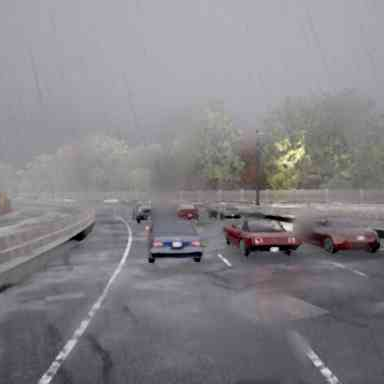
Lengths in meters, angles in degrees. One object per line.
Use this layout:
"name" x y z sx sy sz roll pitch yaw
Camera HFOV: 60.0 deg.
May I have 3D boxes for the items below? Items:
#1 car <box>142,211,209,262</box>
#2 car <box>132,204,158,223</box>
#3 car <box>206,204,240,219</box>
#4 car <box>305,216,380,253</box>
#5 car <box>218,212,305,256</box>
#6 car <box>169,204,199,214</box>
"car" -0.765 1.683 12.723 2.033 1.411 5.357 0 -1 -7
"car" -3.990 1.809 28.621 1.837 1.490 4.892 0 0 -16
"car" 2.778 1.813 30.401 2.128 1.511 4.902 0 0 -16
"car" 6.060 1.717 14.436 1.994 1.385 4.181 0 -1 -8
"car" 2.610 1.748 13.861 1.895 1.301 4.718 0 -1 -7
"car" -0.811 1.795 30.222 1.882 1.535 5.008 0 0 -16
